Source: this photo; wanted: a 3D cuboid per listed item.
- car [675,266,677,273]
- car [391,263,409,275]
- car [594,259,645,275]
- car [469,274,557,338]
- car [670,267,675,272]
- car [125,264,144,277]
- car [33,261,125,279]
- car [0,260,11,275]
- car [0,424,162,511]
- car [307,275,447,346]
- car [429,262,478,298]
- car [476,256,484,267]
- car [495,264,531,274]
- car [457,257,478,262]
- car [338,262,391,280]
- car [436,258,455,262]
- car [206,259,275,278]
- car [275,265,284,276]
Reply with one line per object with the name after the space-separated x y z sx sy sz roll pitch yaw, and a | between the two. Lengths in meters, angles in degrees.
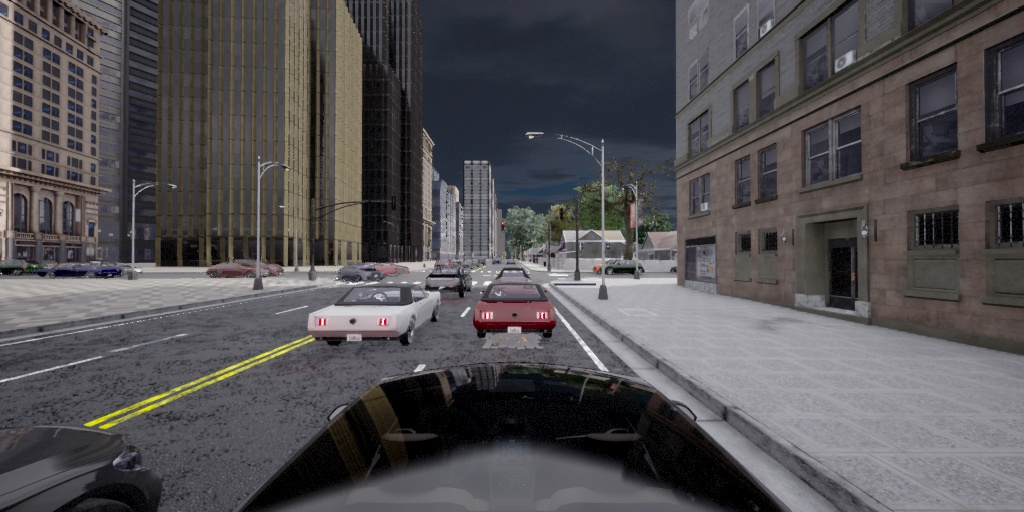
20.477 1.264 37.910 4.902 1.511 2.128 0 -1 0 | car
-12.480 1.317 35.971 4.181 1.385 1.994 0 0 -15 | car
11.519 1.124 37.947 4.553 1.767 2.097 0 -1 0 | car
0.061 1.351 10.147 1.895 1.301 4.718 0 0 0 | car
21.115 1.353 41.158 5.357 1.411 2.033 0 -1 0 | car
-37.223 1.231 33.206 4.902 1.511 2.128 0 -1 -5 | car
-36.135 1.307 30.047 4.718 1.301 1.895 0 -1 -5 | car
-48.977 1.239 31.967 4.892 1.490 1.837 0 -1 -7 | car
-3.143 1.275 0.286 1.812 1.442 4.674 0 0 0 | car
-3.173 1.352 9.428 1.895 1.301 4.718 0 0 0 | car
-3.192 1.243 18.682 2.128 1.511 4.902 0 0 0 | car
-6.715 1.258 64.556 1.837 1.490 4.892 0 0 0 | car
0.055 1.316 18.904 1.994 1.385 4.181 0 0 0 | car
-6.717 1.258 54.417 1.837 1.490 4.892 0 0 0 | car
-11.950 1.295 28.473 4.181 1.385 1.994 1 0 35 | car
-9.968 1.105 52.593 2.097 1.767 4.553 0 0 0 | car
-23.595 1.233 30.912 4.674 1.442 1.812 0 -1 -3 | car
-24.325 1.092 34.123 4.553 1.767 2.097 0 -1 -3 | car
